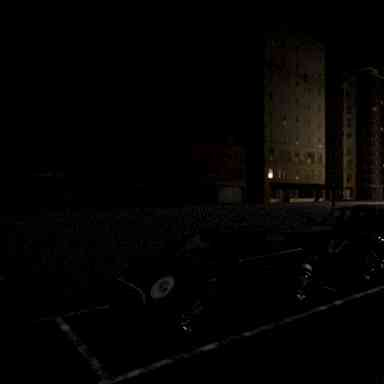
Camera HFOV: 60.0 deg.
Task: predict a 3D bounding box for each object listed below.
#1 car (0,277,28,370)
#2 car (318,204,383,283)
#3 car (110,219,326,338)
[{"bbox_3d":[-4.127,1.545,3.243,4.507,1.381,1.887,0,0,-36],"label":"car"},{"bbox_3d":[5.118,1.315,9.844,5.009,1.841,2.192,0,0,-36],"label":"car"},{"bbox_3d":[0.496,1.440,6.544,4.097,1.590,1.967,0,0,-36],"label":"car"}]
